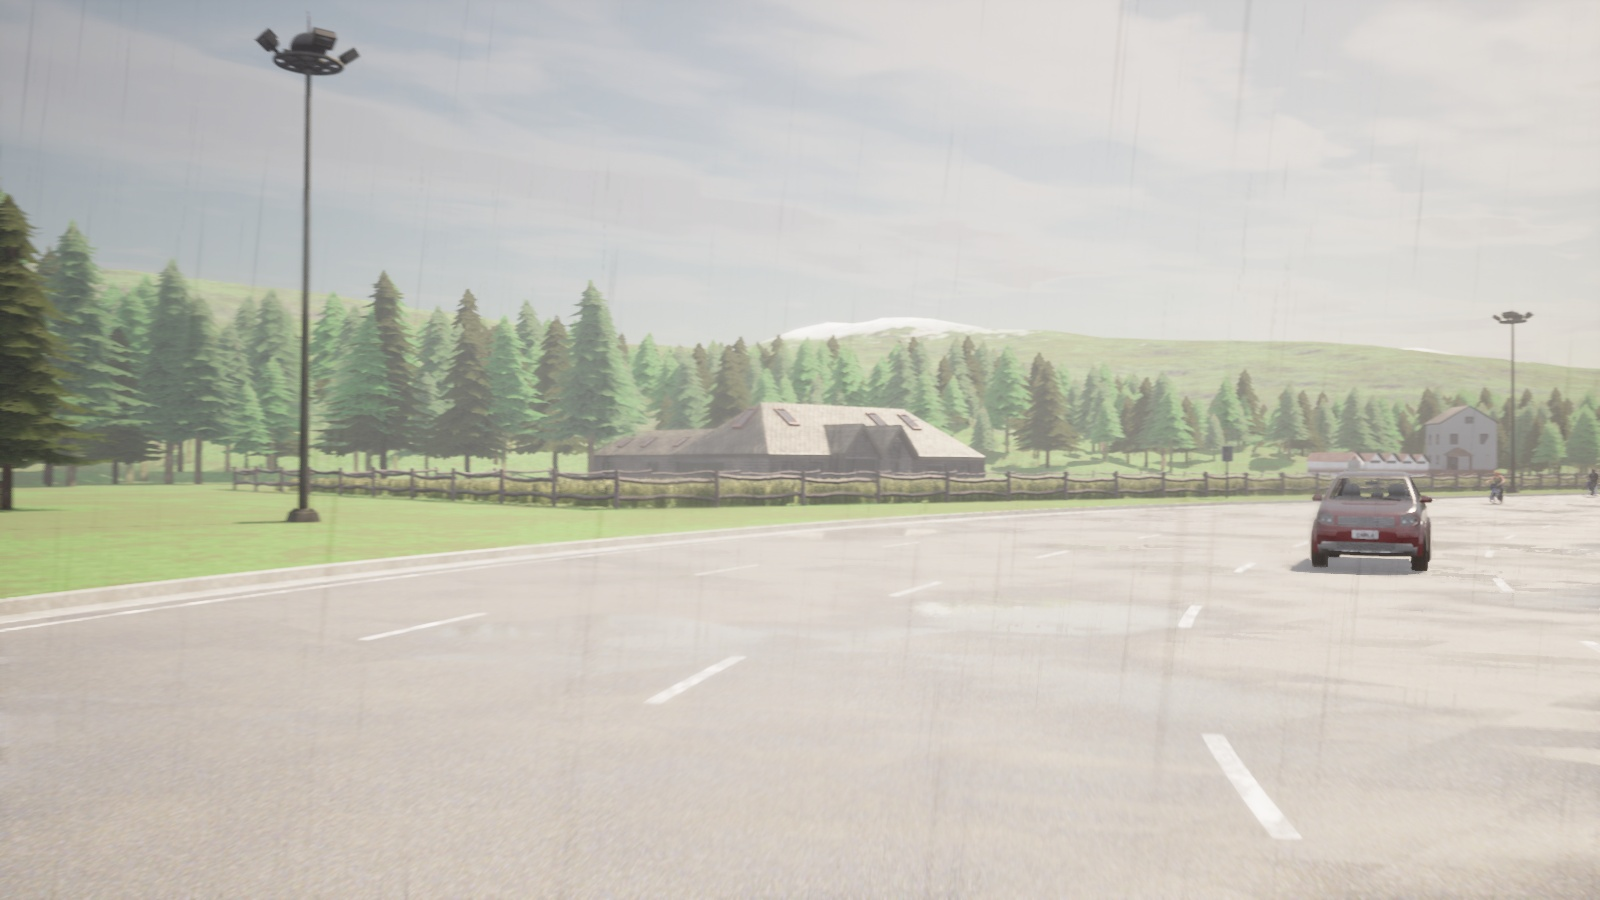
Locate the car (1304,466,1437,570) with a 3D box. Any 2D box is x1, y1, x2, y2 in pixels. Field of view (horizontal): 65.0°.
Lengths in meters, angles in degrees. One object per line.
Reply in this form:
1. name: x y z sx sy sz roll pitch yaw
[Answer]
1. car: 9.544 1.053 20.864 1.789 1.549 3.705 -1 -1 28
